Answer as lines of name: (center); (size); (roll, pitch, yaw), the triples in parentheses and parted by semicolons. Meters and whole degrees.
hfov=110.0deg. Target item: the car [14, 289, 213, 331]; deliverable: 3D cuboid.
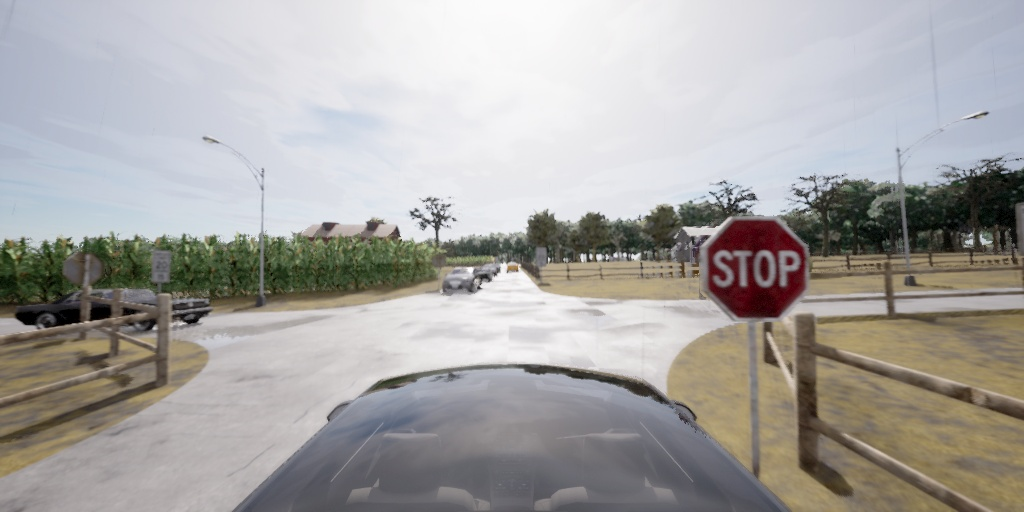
car: (-12.742, 1.726, 11.746); (4.718, 1.301, 1.895); (-1, -3, 0)

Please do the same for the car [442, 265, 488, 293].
car: (-3.096, 1.485, 22.946); (2.128, 1.511, 4.902); (0, -1, 4)

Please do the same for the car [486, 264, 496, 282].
car: (-2.834, 1.713, 33.596); (1.895, 1.301, 4.718); (0, -1, 0)

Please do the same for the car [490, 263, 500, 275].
car: (-2.820, 1.767, 45.143); (1.812, 1.442, 4.674); (0, -1, 0)

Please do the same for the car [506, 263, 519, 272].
car: (0.123, 1.879, 59.191); (1.882, 1.535, 5.008); (0, -1, 0)
